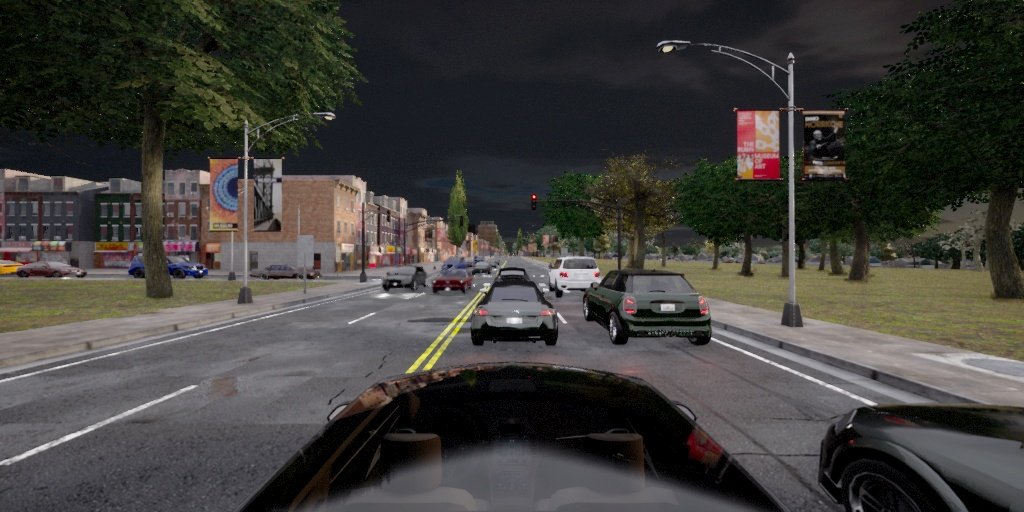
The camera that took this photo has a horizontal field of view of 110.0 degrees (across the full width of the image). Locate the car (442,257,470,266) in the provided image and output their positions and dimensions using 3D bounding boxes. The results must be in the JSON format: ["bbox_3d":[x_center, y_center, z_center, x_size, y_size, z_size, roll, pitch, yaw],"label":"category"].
[{"bbox_3d":[-6.810,1.114,42.963,2.150,2.045,5.566,0,0,4],"label":"car"}]

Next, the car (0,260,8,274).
[{"bbox_3d":[-48.961,1.132,33.830,5.008,1.535,1.882,0,0,0],"label":"car"}]

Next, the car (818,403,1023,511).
[{"bbox_3d":[3.341,1.314,0.998,1.994,1.385,4.181,0,0,0],"label":"car"}]

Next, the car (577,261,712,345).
[{"bbox_3d":[3.314,1.125,9.726,2.097,1.767,4.553,0,0,0],"label":"car"}]

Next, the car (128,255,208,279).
[{"bbox_3d":[-29.612,0.976,30.954,5.566,2.045,2.150,0,0,0],"label":"car"}]

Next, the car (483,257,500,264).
[{"bbox_3d":[-3.434,1.302,58.623,1.837,1.490,4.892,0,0,0],"label":"car"}]

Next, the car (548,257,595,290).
[{"bbox_3d":[3.265,1.062,19.439,2.150,2.045,5.566,0,0,0],"label":"car"}]

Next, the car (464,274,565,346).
[{"bbox_3d":[0.062,1.336,9.529,1.994,1.385,4.181,0,0,0],"label":"car"}]

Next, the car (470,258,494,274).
[{"bbox_3d":[-3.412,1.374,41.658,1.882,1.535,5.008,0,0,0],"label":"car"}]

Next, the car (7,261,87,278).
[{"bbox_3d":[-39.739,1.207,30.952,4.674,1.442,1.812,0,0,0],"label":"car"}]

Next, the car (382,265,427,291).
[{"bbox_3d":[-6.637,1.368,22.756,1.837,1.490,4.892,0,-1,0],"label":"car"}]

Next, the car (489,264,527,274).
[{"bbox_3d":[0.015,1.339,18.441,1.837,1.490,4.892,0,0,0],"label":"car"}]

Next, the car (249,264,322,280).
[{"bbox_3d":[-19.424,1.395,30.920,5.357,1.411,2.033,1,0,-3],"label":"car"}]

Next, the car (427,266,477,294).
[{"bbox_3d":[-3.382,1.453,21.049,1.895,1.301,4.718,0,0,0],"label":"car"}]

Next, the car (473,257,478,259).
[{"bbox_3d":[-6.682,1.362,58.504,1.994,1.385,4.181,0,0,0],"label":"car"}]
